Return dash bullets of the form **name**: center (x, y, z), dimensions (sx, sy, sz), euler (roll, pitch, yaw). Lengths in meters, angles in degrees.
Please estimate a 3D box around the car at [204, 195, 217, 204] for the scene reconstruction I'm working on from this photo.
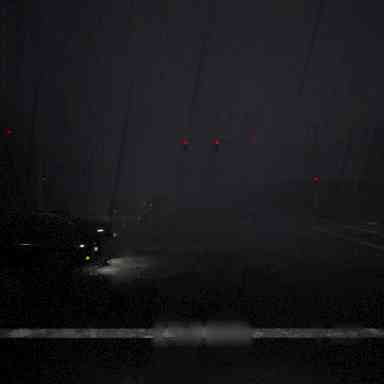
- **car**: center (3.549, 1.352, 63.791), dimensions (2.097, 1.767, 4.553), euler (0, 0, 0)

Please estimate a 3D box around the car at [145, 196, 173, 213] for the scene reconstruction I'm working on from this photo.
- **car**: center (-3.560, 1.352, 37.045), dimensions (2.097, 1.767, 4.553), euler (0, 0, 0)

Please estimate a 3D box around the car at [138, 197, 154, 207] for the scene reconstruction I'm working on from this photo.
- **car**: center (-7.051, 1.505, 51.731), dimensions (1.837, 1.490, 4.892), euler (0, 0, 0)

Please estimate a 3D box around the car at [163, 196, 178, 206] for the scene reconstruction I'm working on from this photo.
- **car**: center (-3.537, 1.492, 55.672), dimensions (2.128, 1.511, 4.902), euler (0, 0, 0)

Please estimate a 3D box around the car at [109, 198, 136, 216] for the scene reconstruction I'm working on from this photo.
- **car**: center (-7.069, 1.526, 32.951), dimensions (1.812, 1.442, 4.674), euler (0, 0, 0)

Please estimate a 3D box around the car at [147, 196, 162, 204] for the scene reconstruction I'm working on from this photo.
- **car**: center (-7.010, 1.492, 62.893), dimensions (2.128, 1.511, 4.902), euler (0, 0, 0)

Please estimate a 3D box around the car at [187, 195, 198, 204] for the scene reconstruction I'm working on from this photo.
- **car**: center (0.049, 1.505, 63.823), dimensions (1.837, 1.490, 4.892), euler (0, 0, 0)

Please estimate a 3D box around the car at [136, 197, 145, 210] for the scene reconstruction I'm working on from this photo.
- **car**: center (-7.061, 1.478, 42.245), dimensions (1.882, 1.535, 5.008), euler (0, 0, 0)

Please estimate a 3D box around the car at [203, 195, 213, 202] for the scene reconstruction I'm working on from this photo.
- **car**: center (3.557, 1.386, 73.930), dimensions (2.128, 1.511, 4.902), euler (0, 0, 0)

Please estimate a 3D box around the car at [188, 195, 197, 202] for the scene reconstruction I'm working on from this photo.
- **car**: center (0.057, 1.413, 73.933), dimensions (1.994, 1.385, 4.181), euler (0, 0, 0)

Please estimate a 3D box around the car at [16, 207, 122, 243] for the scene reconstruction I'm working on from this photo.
- **car**: center (-5.681, 1.520, 13.800), dimensions (4.902, 1.511, 2.128), euler (0, 0, 0)

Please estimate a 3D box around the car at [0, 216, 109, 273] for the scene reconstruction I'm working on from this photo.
- **car**: center (-4.981, 1.590, 10.302), dimensions (4.181, 1.385, 1.994), euler (0, 0, 0)

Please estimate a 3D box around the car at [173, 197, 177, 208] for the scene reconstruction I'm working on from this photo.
- **car**: center (-3.559, 1.564, 45.614), dimensions (1.994, 1.385, 4.181), euler (0, 0, 0)
